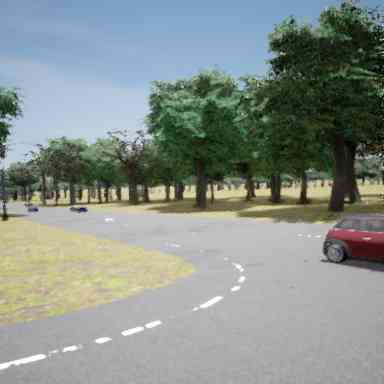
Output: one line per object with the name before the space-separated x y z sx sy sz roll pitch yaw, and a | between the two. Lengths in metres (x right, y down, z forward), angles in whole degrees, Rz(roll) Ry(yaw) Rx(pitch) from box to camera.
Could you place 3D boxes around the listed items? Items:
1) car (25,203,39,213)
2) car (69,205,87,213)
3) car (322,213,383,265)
car | -32.092 3.459 67.175 1.895 1.301 4.718 -3 0 -28
car | -20.710 3.000 60.304 1.895 1.301 4.718 -3 1 -36
car | 6.589 1.481 10.581 2.097 1.767 4.553 -1 -2 -36
